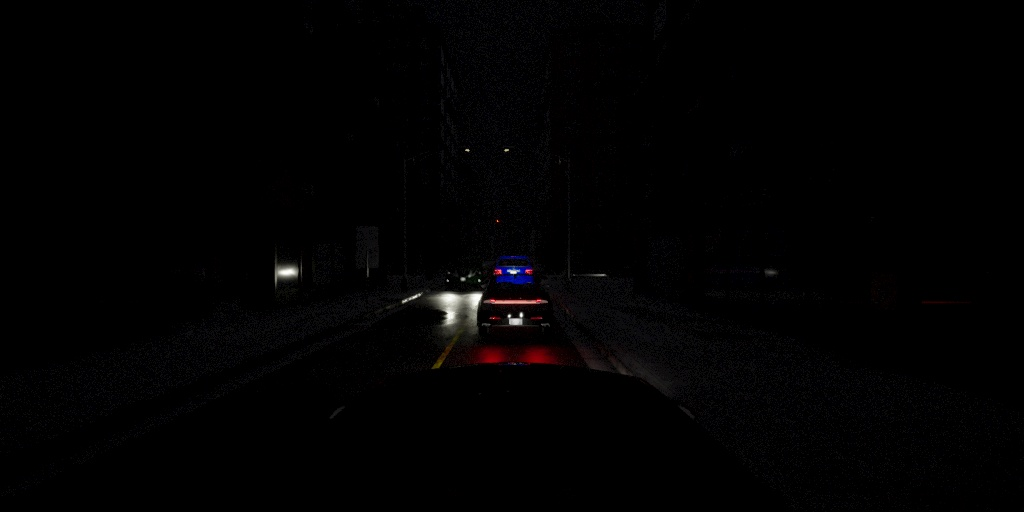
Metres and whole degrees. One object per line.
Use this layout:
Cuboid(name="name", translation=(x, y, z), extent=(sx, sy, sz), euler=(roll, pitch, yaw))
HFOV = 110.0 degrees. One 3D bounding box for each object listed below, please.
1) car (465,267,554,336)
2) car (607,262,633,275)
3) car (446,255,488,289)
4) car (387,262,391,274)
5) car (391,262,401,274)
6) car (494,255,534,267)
Cuboid(name="car", translation=(0.098, 1.241, 10.356), extent=(2.128, 1.511, 4.902), euler=(0, 0, 0))
Cuboid(name="car", translation=(12.159, 1.317, 37.689), extent=(4.181, 1.385, 1.994), euler=(0, 0, 0))
Cuboid(name="car", translation=(-2.745, 0.971, 23.133), extent=(2.150, 2.045, 5.566), euler=(0, 0, 1))
Cuboid(name="car", translation=(-14.617, 1.100, 34.836), extent=(4.553, 1.767, 2.097), euler=(0, 0, 0))
Cuboid(name="car", translation=(-14.659, 1.289, 40.328), extent=(4.313, 1.339, 1.948), euler=(0, 0, 0))
Cuboid(name="car", translation=(0.103, 0.971, 20.668), extent=(2.150, 2.045, 5.566), euler=(0, 0, 1))
